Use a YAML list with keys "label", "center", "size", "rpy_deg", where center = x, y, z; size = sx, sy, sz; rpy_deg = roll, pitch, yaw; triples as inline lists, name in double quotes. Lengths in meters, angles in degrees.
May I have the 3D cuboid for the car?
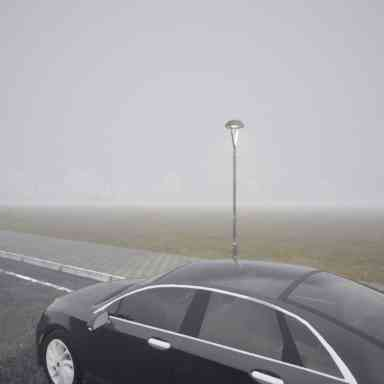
- label: "car"
  center: [0.263, 1.506, 3.522]
  size: [4.892, 1.490, 1.837]
  rpy_deg: [0, 0, 36]
